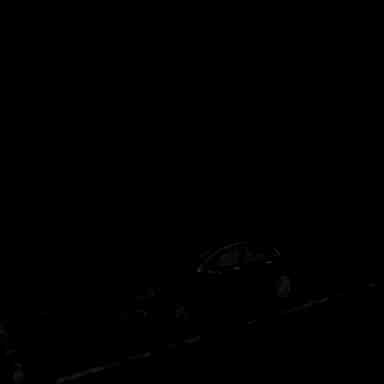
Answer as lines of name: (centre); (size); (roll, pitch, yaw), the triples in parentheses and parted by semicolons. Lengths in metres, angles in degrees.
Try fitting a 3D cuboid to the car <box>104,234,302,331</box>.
car: (0.426, 1.593, 6.835); (4.403, 1.369, 2.008); (1, 0, -35)
